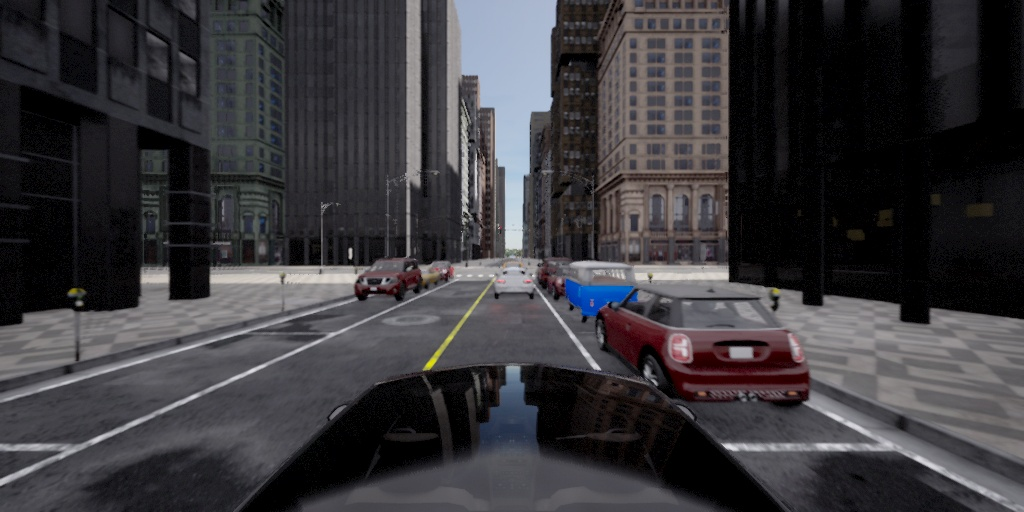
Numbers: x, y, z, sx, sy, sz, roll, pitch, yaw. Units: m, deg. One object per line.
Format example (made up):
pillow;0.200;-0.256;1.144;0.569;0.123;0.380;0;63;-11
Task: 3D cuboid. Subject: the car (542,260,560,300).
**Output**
car;2.760;1.168;17.457;1.967;1.591;4.097;0;0;0

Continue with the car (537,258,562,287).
car;2.759;1.035;23.060;2.192;1.841;5.009;0;0;0

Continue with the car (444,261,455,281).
car;-5.767;1.153;28.659;1.967;1.591;4.097;0;0;0

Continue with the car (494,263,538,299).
car;0.095;1.253;17.828;1.812;1.442;4.674;0;0;0

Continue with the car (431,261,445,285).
car;-5.766;1.246;22.887;1.751;1.417;4.829;0;0;0

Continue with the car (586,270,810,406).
car;2.762;1.183;6.254;1.967;1.591;4.097;0;0;0

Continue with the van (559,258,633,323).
van;2.761;1.076;11.856;1.690;1.789;3.998;0;0;0

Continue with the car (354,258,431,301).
car;-5.765;1.043;17.455;2.192;1.841;5.009;0;0;0
